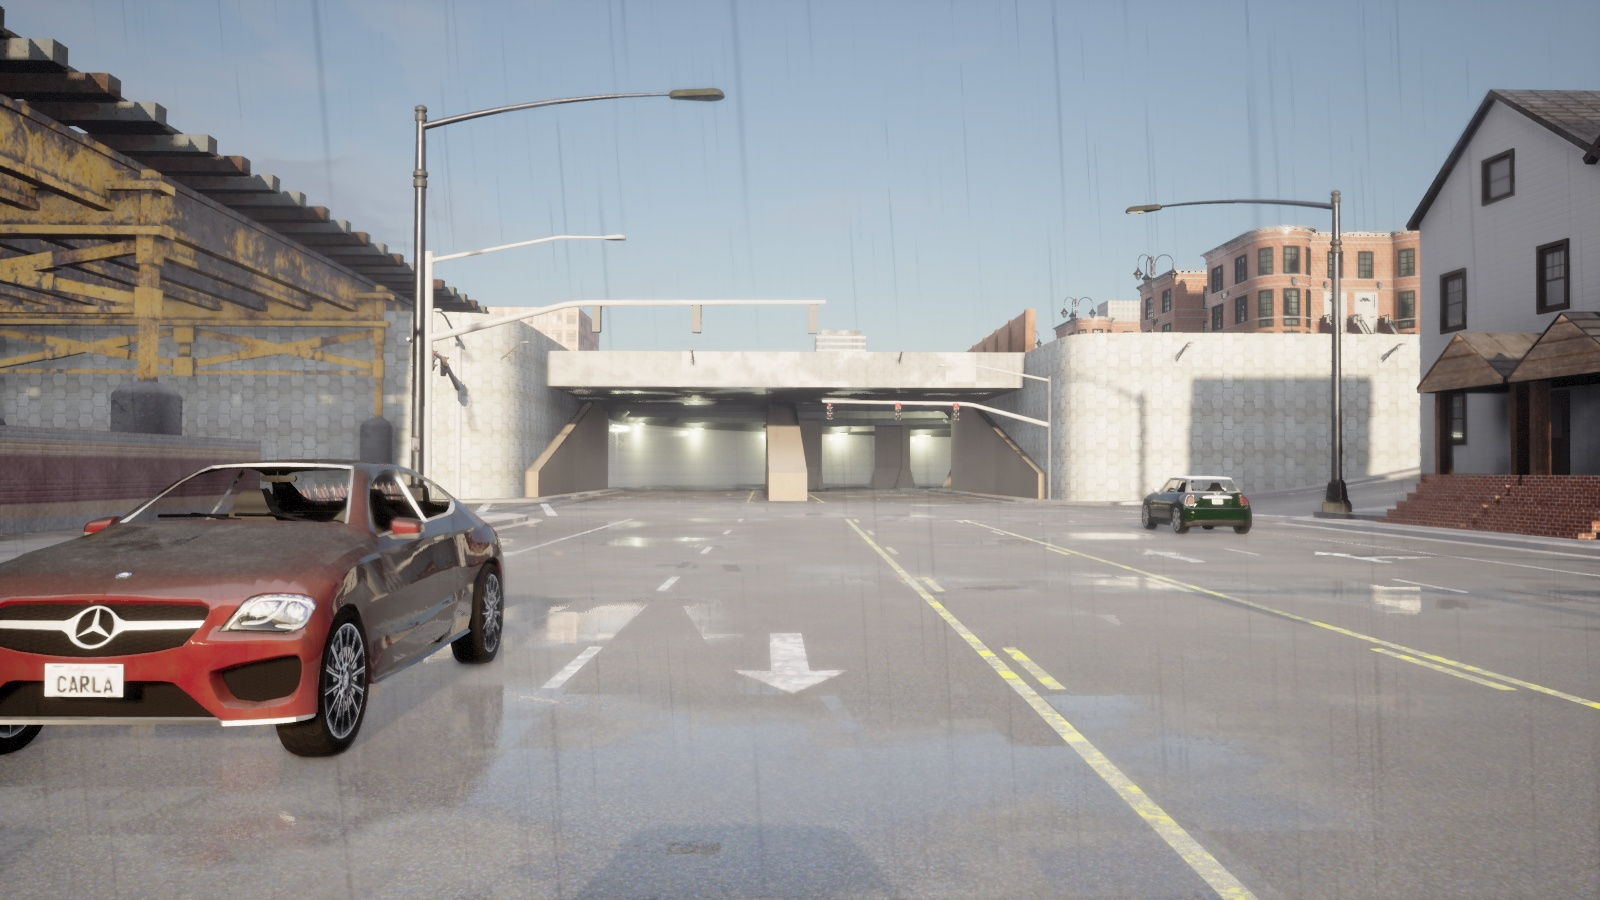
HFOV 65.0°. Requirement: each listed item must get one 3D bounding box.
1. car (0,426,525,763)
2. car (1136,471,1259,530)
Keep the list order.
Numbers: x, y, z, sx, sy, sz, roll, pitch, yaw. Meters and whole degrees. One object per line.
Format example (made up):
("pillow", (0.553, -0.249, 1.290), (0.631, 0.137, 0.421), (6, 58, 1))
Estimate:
("car", (-3.521, 0.753, 8.692), (2.152, 1.651, 5.027), (0, -1, 0))
("car", (10.448, 1.296, 33.317), (1.970, 1.475, 3.806), (0, -1, -1))
